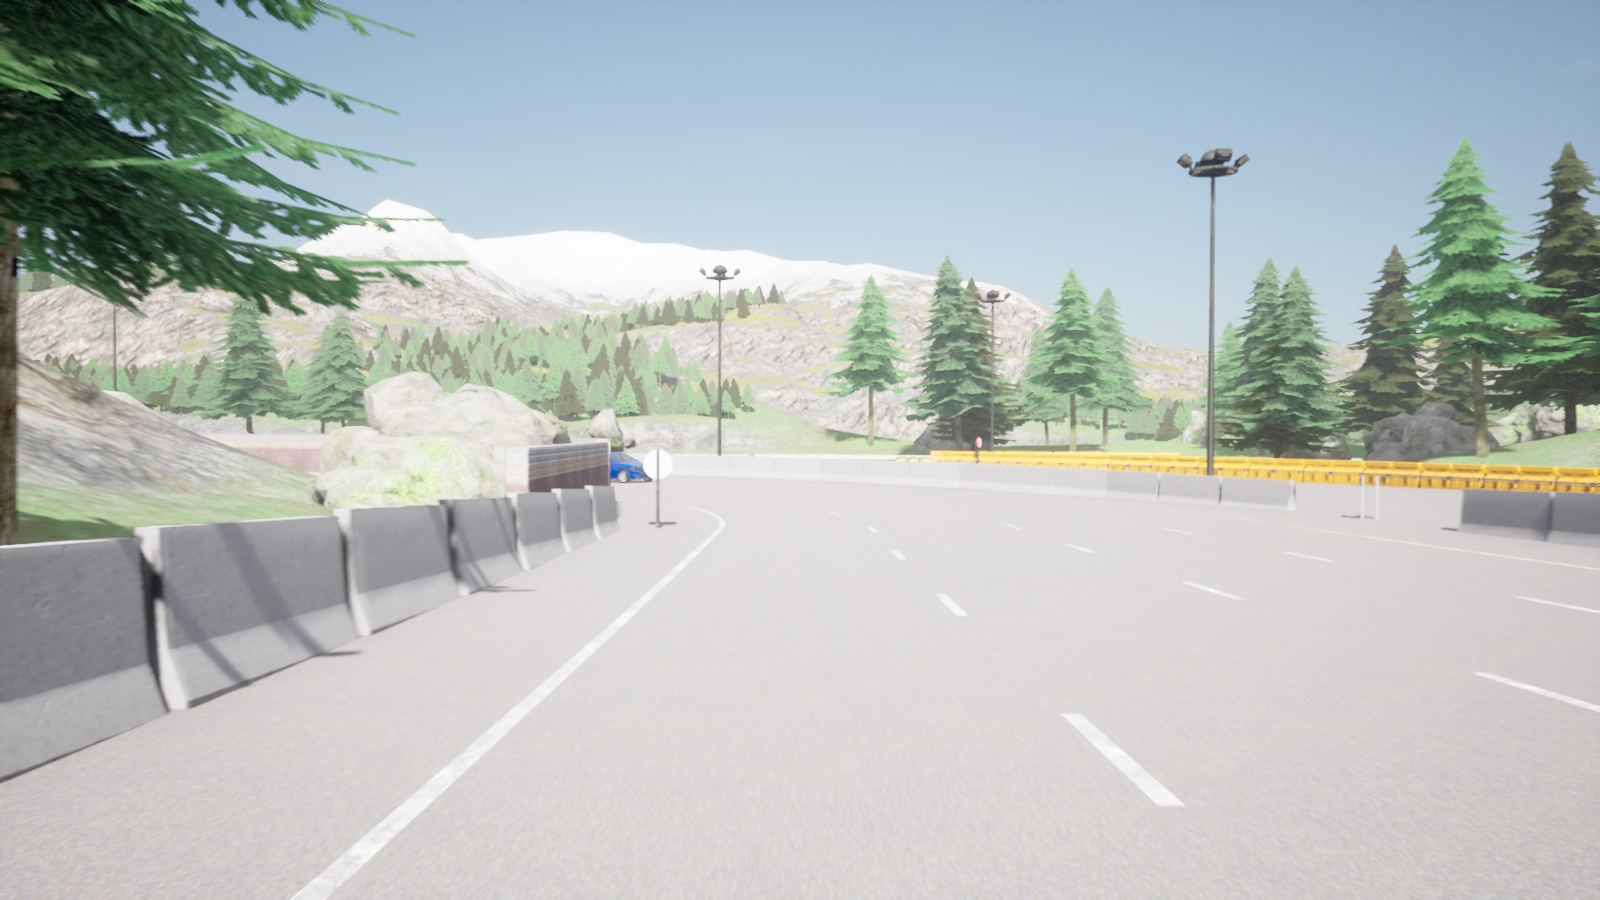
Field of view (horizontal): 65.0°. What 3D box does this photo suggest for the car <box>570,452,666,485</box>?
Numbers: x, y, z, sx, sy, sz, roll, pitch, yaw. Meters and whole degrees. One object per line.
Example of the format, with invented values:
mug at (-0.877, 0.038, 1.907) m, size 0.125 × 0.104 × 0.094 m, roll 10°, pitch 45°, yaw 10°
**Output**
car at (-9.234, 0.910, 63.406) m, size 5.008 × 1.535 × 1.882 m, roll 1°, pitch 1°, yaw 39°
